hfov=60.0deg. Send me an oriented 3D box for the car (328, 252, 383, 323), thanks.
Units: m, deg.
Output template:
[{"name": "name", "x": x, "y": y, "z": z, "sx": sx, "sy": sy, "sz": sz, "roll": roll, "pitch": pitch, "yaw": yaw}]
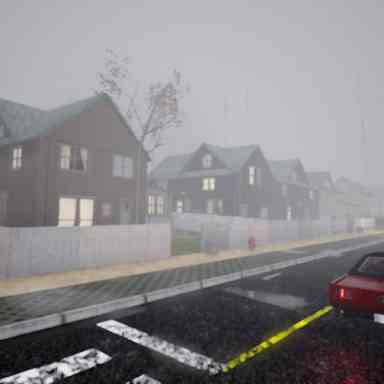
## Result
[{"name": "car", "x": 4.726, "y": 1.983, "z": 7.295, "sx": 1.895, "sy": 1.301, "sz": 4.718, "roll": -2, "pitch": -4, "yaw": 42}]
